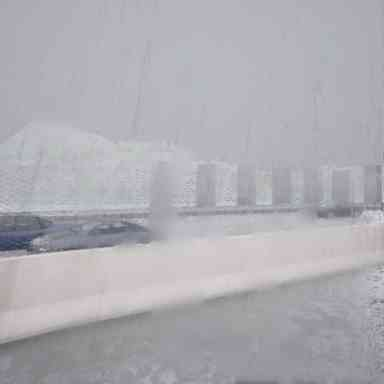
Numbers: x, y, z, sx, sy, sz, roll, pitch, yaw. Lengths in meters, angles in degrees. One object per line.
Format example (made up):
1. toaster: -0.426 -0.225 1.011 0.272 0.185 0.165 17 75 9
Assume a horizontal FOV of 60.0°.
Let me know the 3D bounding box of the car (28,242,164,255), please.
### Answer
1. car: -2.862 1.534 10.371 4.181 1.385 1.994 0 0 -34
